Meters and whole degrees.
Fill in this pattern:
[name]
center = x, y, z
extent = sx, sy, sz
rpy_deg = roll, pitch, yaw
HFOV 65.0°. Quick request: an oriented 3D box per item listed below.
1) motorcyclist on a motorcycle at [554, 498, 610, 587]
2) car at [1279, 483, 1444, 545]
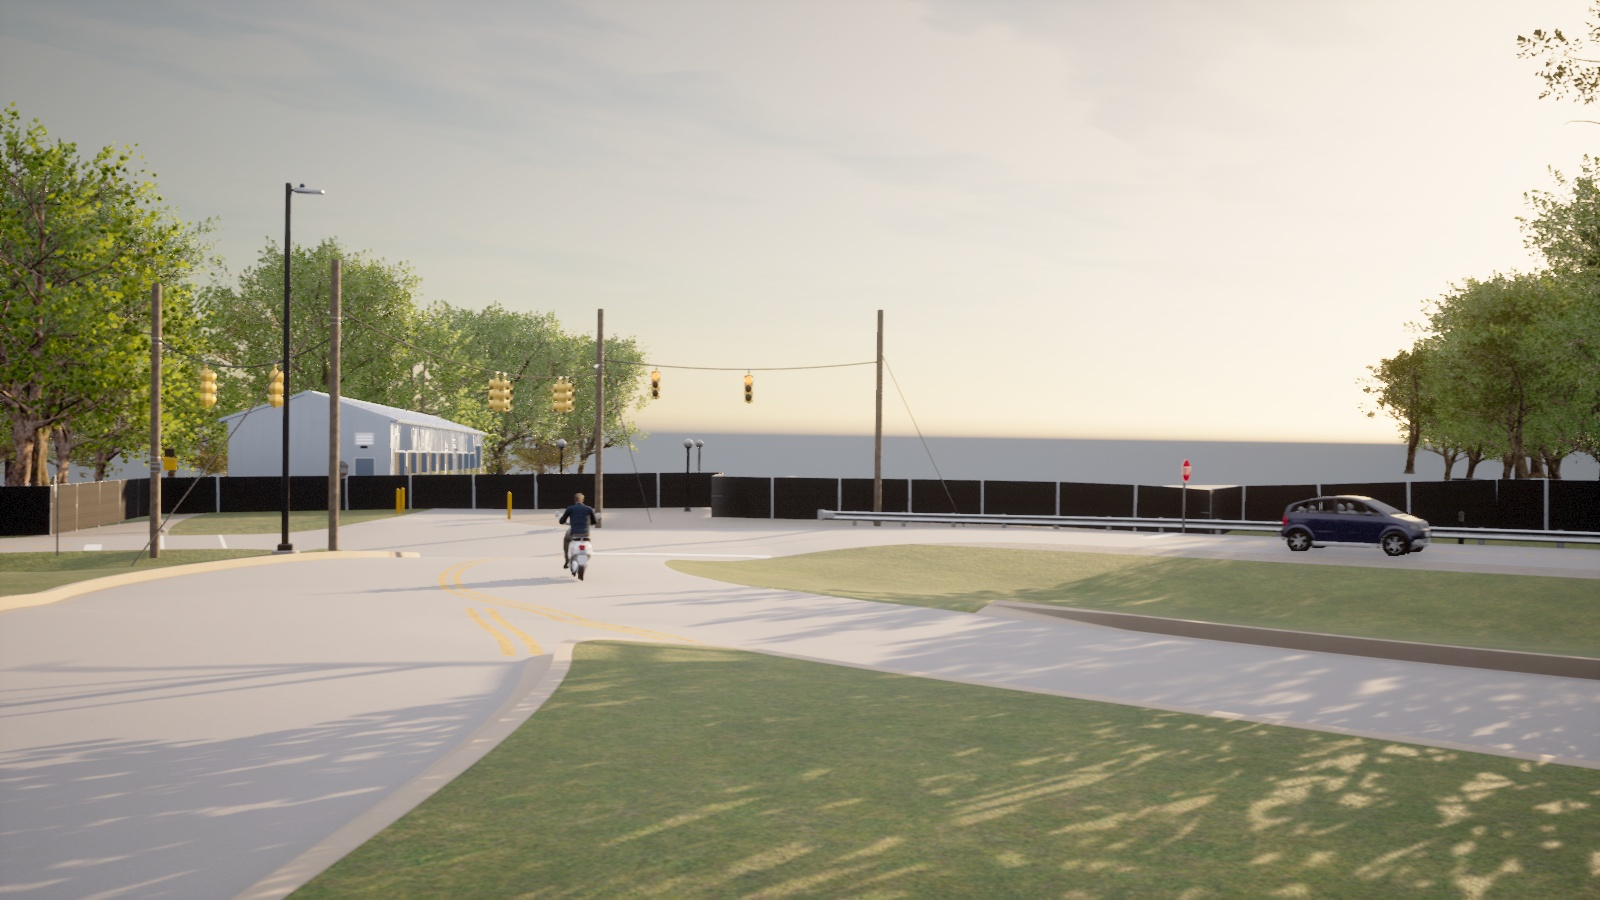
[motorcyclist on a motorcycle]
center = -4.084, 1.688, 23.393
extent = 0.866, 1.590, 1.817
rpy_deg = 0, -2, -15
[car]
center = 15.326, 1.717, 34.352
extent = 3.705, 1.549, 1.789
rpy_deg = -2, 0, 42
